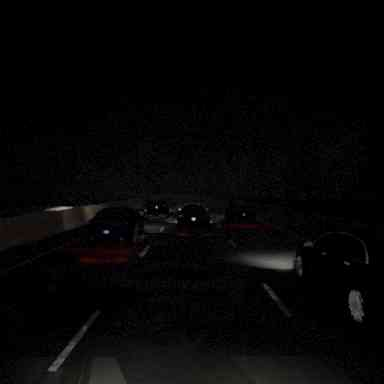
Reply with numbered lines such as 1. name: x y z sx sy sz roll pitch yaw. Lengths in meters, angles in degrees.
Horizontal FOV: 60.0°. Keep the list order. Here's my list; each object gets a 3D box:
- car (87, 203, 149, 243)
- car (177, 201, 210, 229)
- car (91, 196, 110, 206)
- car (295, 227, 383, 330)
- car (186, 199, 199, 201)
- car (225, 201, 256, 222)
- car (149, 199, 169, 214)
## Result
1. car: -3.404 1.422 15.683 1.882 1.535 5.008 0 0 0
2. car: 0.094 1.491 20.983 1.994 1.385 4.181 0 0 0
3. car: -14.280 1.381 52.212 1.994 1.385 4.181 0 0 -1
4. car: 3.600 1.481 6.837 1.837 1.490 4.892 0 0 0
5. car: 0.078 1.460 40.364 1.895 1.301 4.718 0 0 0
6. car: 3.593 1.389 25.357 1.882 1.535 5.008 0 0 0
7. car: -3.409 1.445 33.999 1.994 1.385 4.181 0 0 0
